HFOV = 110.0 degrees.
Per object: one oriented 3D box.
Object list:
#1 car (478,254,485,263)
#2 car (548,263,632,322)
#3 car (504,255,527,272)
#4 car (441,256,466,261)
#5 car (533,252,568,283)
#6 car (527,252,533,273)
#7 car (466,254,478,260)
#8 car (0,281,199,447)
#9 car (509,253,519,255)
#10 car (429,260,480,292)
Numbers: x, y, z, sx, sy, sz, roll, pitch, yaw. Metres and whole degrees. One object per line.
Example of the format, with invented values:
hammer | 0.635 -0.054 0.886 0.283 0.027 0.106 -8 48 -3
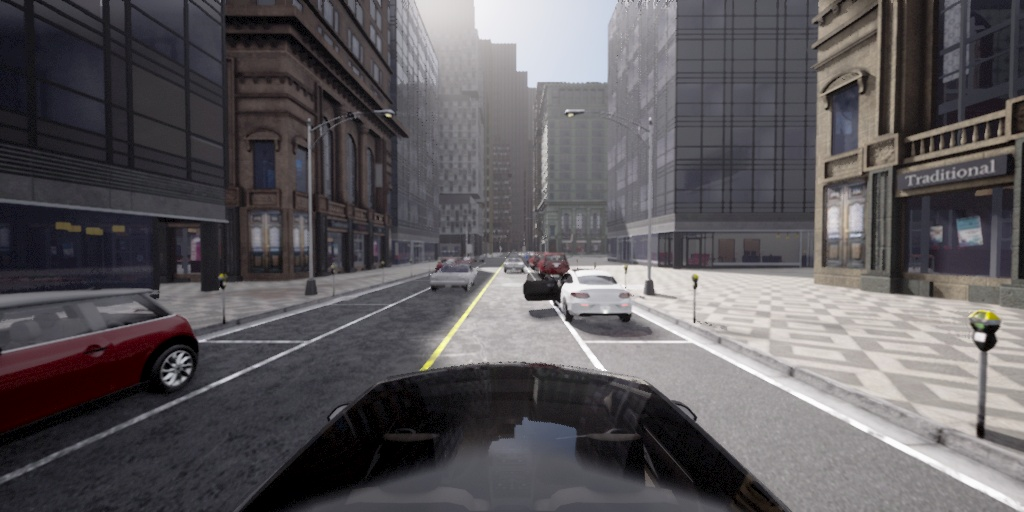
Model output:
car | -5.429 0.402 60.099 1.948 1.339 4.313 0 0 0
car | 2.389 1.127 11.449 1.812 1.442 4.674 0 1 0
car | 0.186 0.846 34.755 1.895 1.301 4.718 0 1 1
car | -5.546 0.838 31.857 1.888 1.381 4.507 0 0 0
car | 2.956 0.692 26.175 2.192 1.841 5.009 0 0 0
car | 3.002 0.516 37.471 2.192 1.841 5.009 0 0 0
car | -5.499 0.696 43.153 1.802 1.307 4.207 0 0 0
car | -5.663 1.162 3.615 1.967 1.591 4.097 0 0 0
car | 0.242 0.354 50.056 2.097 1.767 4.553 0 1 1
car | -3.030 1.086 19.207 1.895 1.301 4.718 0 1 0
